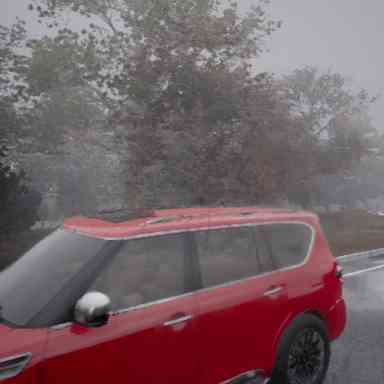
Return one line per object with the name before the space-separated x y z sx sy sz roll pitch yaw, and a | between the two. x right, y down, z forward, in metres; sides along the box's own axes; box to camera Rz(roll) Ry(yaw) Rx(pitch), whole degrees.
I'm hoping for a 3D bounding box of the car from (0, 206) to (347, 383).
car | -0.618 1.224 3.551 5.566 2.045 2.150 0 0 -35
